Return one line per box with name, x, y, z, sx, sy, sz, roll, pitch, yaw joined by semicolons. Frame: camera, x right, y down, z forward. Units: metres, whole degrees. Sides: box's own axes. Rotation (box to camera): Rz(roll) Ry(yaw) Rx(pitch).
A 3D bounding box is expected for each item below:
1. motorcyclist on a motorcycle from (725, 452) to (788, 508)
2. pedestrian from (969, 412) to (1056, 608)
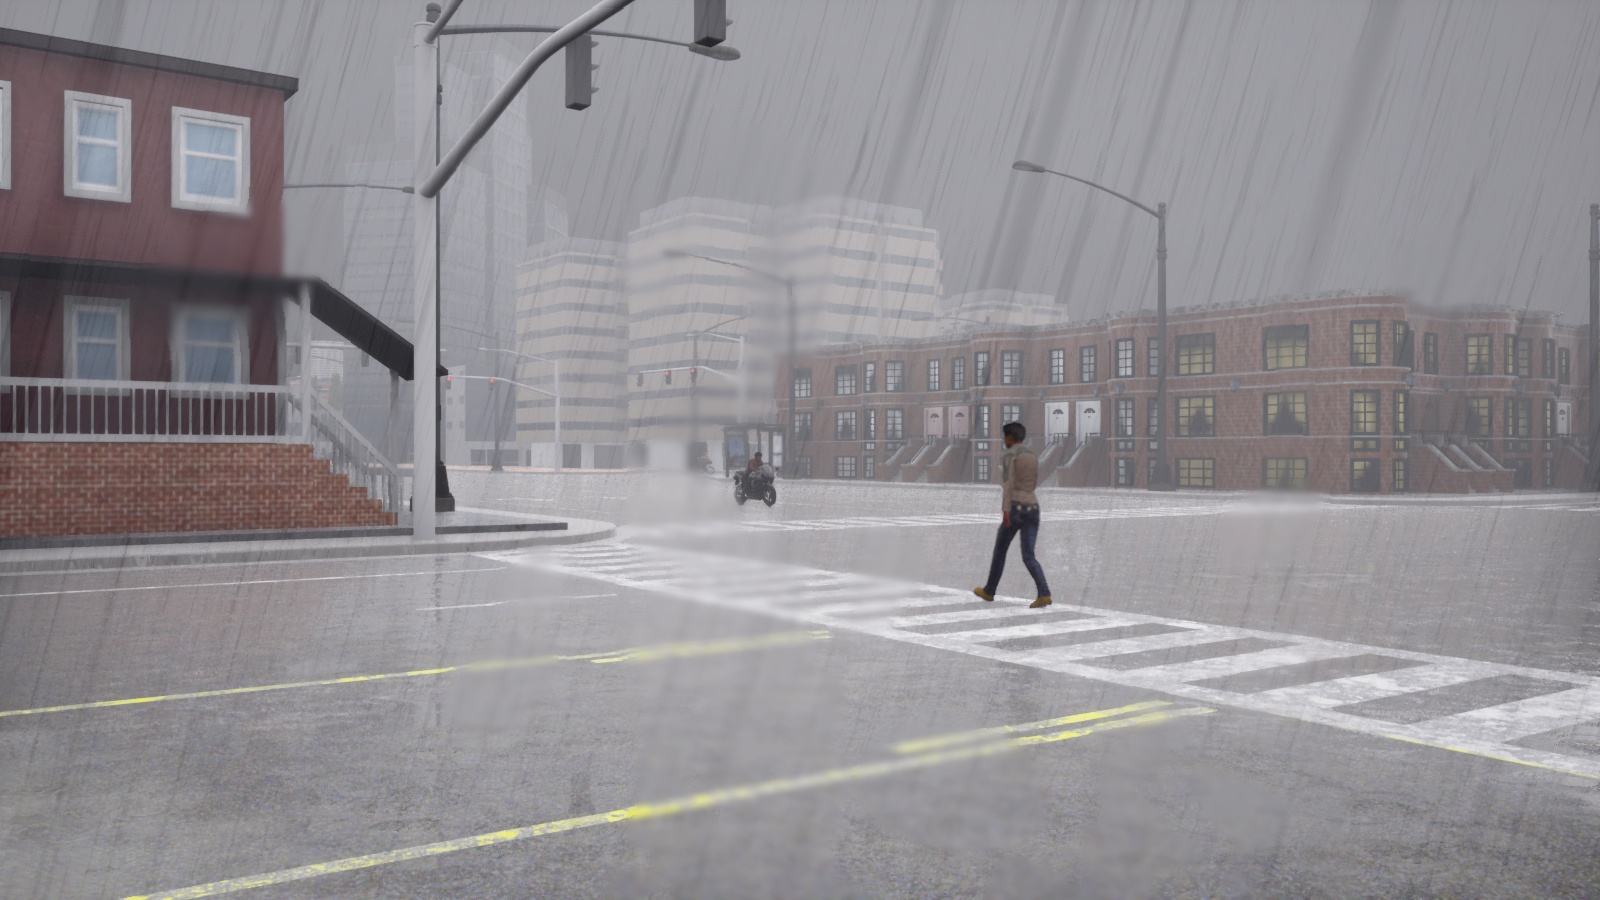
motorcyclist on a motorcycle;-1.231;0.816;35.159;0.797;1.523;2.044;0;0;-35
pedestrian;2.025;0.555;12.019;0.328;1.805;0.869;0;0;-31
